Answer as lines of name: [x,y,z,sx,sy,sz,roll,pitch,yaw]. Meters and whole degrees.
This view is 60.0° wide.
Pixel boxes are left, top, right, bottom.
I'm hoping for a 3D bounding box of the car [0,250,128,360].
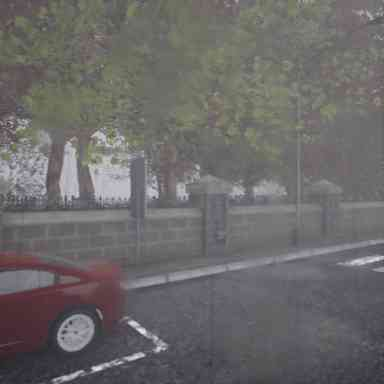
car: [-3.119,1.545,4.490,4.507,1.381,1.887,0,0,-35]
